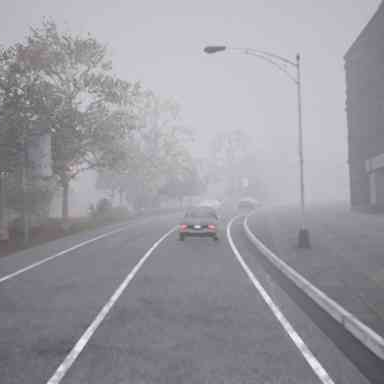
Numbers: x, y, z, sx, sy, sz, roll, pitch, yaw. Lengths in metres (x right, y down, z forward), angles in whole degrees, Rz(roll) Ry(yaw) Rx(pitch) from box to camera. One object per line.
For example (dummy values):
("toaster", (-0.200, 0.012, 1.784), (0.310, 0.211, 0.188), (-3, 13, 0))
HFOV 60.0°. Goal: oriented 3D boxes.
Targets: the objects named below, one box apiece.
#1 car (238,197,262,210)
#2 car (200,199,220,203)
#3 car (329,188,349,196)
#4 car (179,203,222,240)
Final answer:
("car", (7.039, 1.373, 40.546), (1.812, 1.442, 4.674), (-3, -1, 27))
("car", (2.002, 1.543, 37.831), (1.812, 1.442, 4.674), (-3, -1, 23))
("car", (30.337, 0.200, 69.477), (5.566, 2.045, 2.150), (-3, -3, -29))
("car", (0.444, 1.538, 16.847), (2.033, 1.411, 5.357), (-1, 0, 5))
